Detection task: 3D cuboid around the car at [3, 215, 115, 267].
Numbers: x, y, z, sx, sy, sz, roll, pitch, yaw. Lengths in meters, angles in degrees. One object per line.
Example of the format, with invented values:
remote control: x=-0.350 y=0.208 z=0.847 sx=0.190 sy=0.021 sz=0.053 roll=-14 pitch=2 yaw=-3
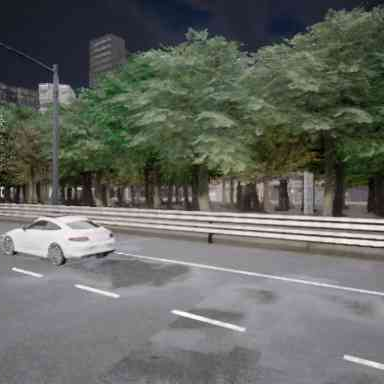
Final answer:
car: x=-4.627 y=1.536 z=11.465 sx=4.674 sy=1.442 sz=1.812 roll=0 pitch=0 yaw=35
